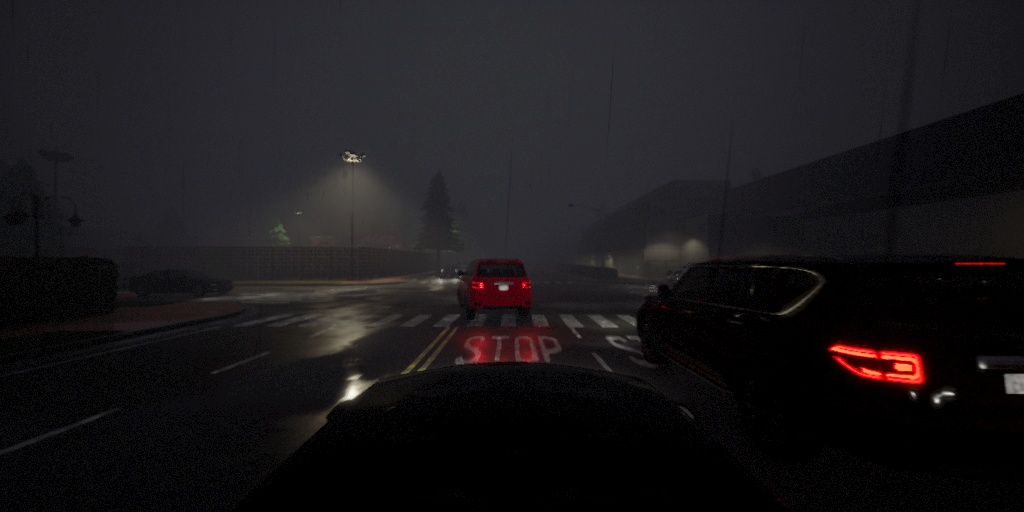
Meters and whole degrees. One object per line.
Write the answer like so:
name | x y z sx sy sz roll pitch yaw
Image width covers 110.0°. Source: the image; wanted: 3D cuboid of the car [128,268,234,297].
car | -18.654 1.469 20.374 5.008 1.535 1.882 0 -1 0

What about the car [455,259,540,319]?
car | -0.825 1.139 13.849 2.150 2.045 5.566 1 -1 -12

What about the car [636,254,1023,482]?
car | 3.623 1.020 5.174 2.150 2.045 5.566 0 -1 1

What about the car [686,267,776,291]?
car | 14.948 1.546 24.678 5.008 1.535 1.882 0 -1 0

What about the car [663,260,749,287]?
car | 15.111 1.339 28.198 5.566 2.045 2.150 0 -1 1

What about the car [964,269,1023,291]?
car | 34.436 1.632 24.648 4.181 1.385 1.994 0 -1 0

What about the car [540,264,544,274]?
car | 3.899 1.982 56.171 1.882 1.535 5.008 0 -1 1

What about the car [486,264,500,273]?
car | -3.190 2.126 61.531 2.033 1.411 5.357 0 -1 1

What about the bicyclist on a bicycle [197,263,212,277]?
bicyclist on a bicycle | -25.206 1.419 29.361 0.582 1.620 1.656 0 -1 0

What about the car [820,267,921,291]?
car | 24.526 1.546 24.665 5.008 1.535 1.882 0 -1 0

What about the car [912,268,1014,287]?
car | 35.259 1.664 28.145 5.357 1.411 2.033 0 -1 0

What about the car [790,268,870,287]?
car | 24.878 1.642 28.151 4.674 1.442 1.812 0 -1 0

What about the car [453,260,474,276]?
car | -6.836 1.653 50.846 2.150 2.045 5.566 0 -1 1

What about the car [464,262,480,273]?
car | -6.697 1.921 60.845 2.097 1.767 4.553 0 -1 1

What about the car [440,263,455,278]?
car | -6.925 1.655 41.621 2.097 1.767 4.553 0 -1 1
